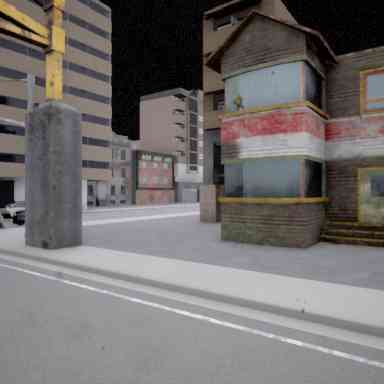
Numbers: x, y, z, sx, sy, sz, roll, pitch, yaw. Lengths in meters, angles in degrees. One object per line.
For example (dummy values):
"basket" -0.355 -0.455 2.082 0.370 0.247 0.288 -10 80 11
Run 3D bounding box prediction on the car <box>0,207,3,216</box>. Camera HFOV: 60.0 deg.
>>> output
"car" -13.222 1.233 25.685 4.536 1.218 1.853 0 0 -30

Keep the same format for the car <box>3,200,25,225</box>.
"car" -10.065 1.397 22.985 2.038 1.542 4.974 0 0 15
